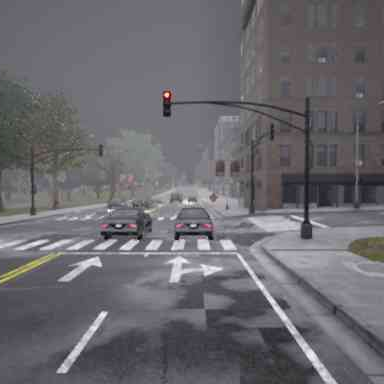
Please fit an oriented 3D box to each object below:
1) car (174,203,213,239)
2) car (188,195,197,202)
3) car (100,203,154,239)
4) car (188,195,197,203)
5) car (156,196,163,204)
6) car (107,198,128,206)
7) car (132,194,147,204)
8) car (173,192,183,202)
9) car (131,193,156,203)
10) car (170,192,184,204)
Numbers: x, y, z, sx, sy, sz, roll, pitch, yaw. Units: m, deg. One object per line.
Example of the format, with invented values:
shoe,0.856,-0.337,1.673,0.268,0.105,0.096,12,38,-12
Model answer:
car,0.085,1.504,16.970,2.033,1.411,5.357,-1,0,0
car,0.107,1.377,75.589,1.837,1.490,4.892,0,0,0
car,-3.155,1.515,16.944,2.033,1.411,5.357,0,0,0
car,0.147,1.478,65.533,1.837,1.490,4.892,0,0,1
car,-6.479,1.499,60.430,1.812,1.442,4.674,0,0,0
car,-9.786,1.506,44.081,2.033,1.411,5.357,0,0,0
car,-9.714,1.326,61.823,2.097,1.767,4.553,0,0,1
car,-3.143,1.103,75.624,2.150,2.045,5.566,0,0,0
car,-6.535,1.180,44.017,2.150,2.045,5.566,0,0,0
car,-3.110,1.195,64.910,2.150,2.045,5.566,0,0,1
